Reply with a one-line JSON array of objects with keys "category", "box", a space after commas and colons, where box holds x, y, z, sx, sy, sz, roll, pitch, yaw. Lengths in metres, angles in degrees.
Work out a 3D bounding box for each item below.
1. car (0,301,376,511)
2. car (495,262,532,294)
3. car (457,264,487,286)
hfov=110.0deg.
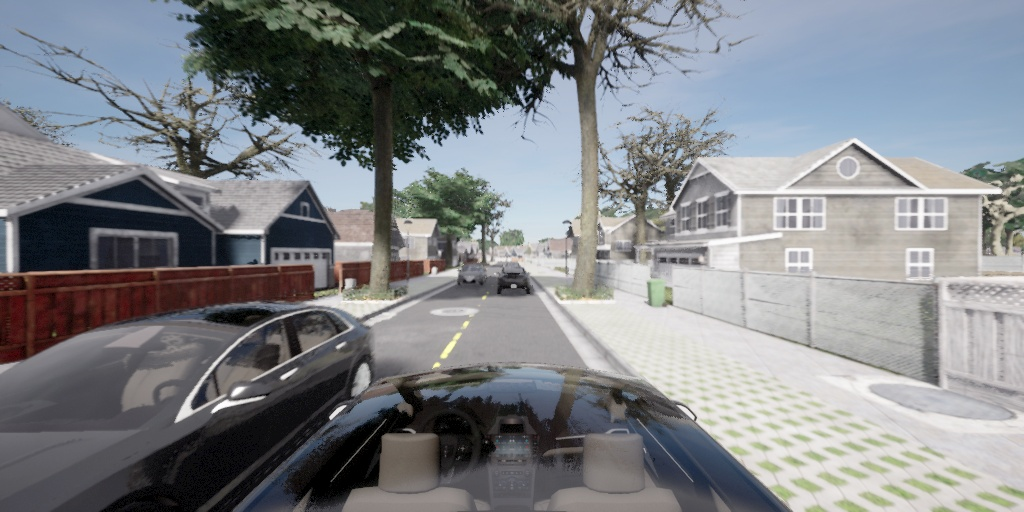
[{"category": "car", "box": [-2.839, 1.261, 3.240, 1.837, 1.490, 4.892, 0, 0, 0]}, {"category": "car", "box": [0.091, 1.329, 21.113, 1.837, 1.490, 4.892, 0, 0, 0]}, {"category": "car", "box": [-2.843, 1.332, 26.256, 2.128, 1.511, 4.902, 0, 0, 0]}]
